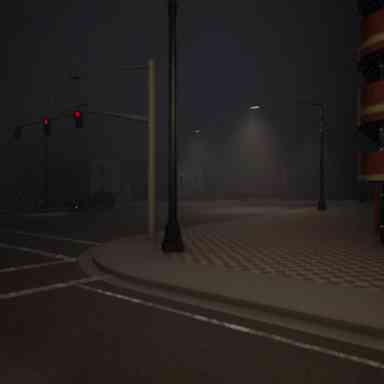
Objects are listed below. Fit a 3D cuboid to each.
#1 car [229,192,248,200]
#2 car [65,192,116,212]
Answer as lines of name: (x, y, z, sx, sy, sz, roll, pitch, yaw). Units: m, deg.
car: (8.778, 0.747, 62.175, 1.837, 1.490, 4.892, 0, 0, 37)
car: (-10.812, 1.025, 35.902, 2.150, 2.045, 5.566, 0, 1, 37)
